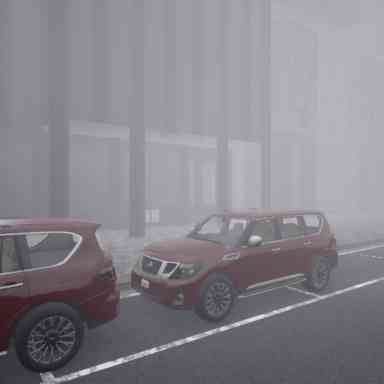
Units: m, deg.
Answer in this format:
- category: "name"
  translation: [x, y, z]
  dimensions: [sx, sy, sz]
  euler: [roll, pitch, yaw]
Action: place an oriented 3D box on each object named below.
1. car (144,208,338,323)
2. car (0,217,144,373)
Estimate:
- category: "car"
  translation: [1.210, 1.314, 7.393]
  dimensions: [5.009, 1.841, 2.192]
  euler: [0, 0, -35]
- category: "car"
  translation: [-3.382, 1.315, 4.118]
  dimensions: [5.009, 1.841, 2.192]
  euler: [0, 0, -35]
